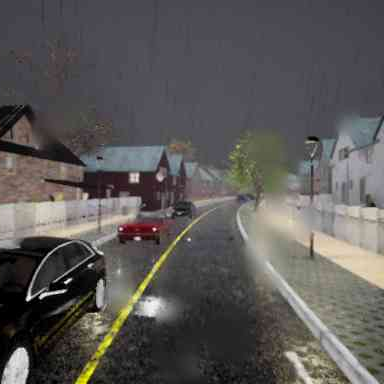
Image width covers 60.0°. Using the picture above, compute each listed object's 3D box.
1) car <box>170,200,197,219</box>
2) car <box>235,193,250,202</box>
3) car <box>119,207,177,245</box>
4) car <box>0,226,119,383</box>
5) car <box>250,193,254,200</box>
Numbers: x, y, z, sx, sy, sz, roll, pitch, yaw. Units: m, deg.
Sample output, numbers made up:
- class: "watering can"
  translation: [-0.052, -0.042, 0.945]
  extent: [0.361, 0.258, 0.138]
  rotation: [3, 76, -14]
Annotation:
- class: "car"
  translation: [-0.691, 1.532, 29.300]
  extent: [1.837, 1.490, 4.892]
  rotation: [0, 0, 8]
- class: "car"
  translation: [9.732, 1.246, 65.285]
  extent: [1.812, 1.442, 4.674]
  rotation: [0, 1, 17]
- class: "car"
  translation: [-2.101, 1.635, 16.003]
  extent: [1.895, 1.301, 4.718]
  rotation: [0, 0, 5]
- class: "car"
  translation: [-2.674, 1.512, 4.951]
  extent: [1.837, 1.490, 4.892]
  rotation: [0, 0, 2]
- class: "car"
  translation: [12.848, 1.031, 75.081]
  extent: [1.812, 1.442, 4.674]
  rotation: [0, 1, 19]
